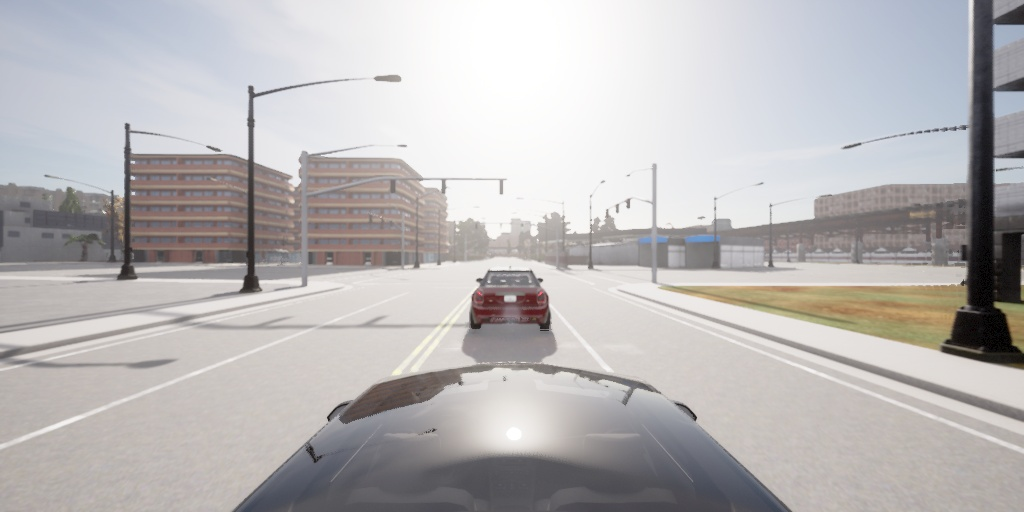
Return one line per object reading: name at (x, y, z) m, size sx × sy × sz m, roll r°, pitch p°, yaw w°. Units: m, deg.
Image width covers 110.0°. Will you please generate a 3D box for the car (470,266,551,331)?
car at (-0.069, 1.085, 11.110) m, size 2.097 × 1.767 × 4.553 m, roll 0°, pitch 0°, yaw -1°
